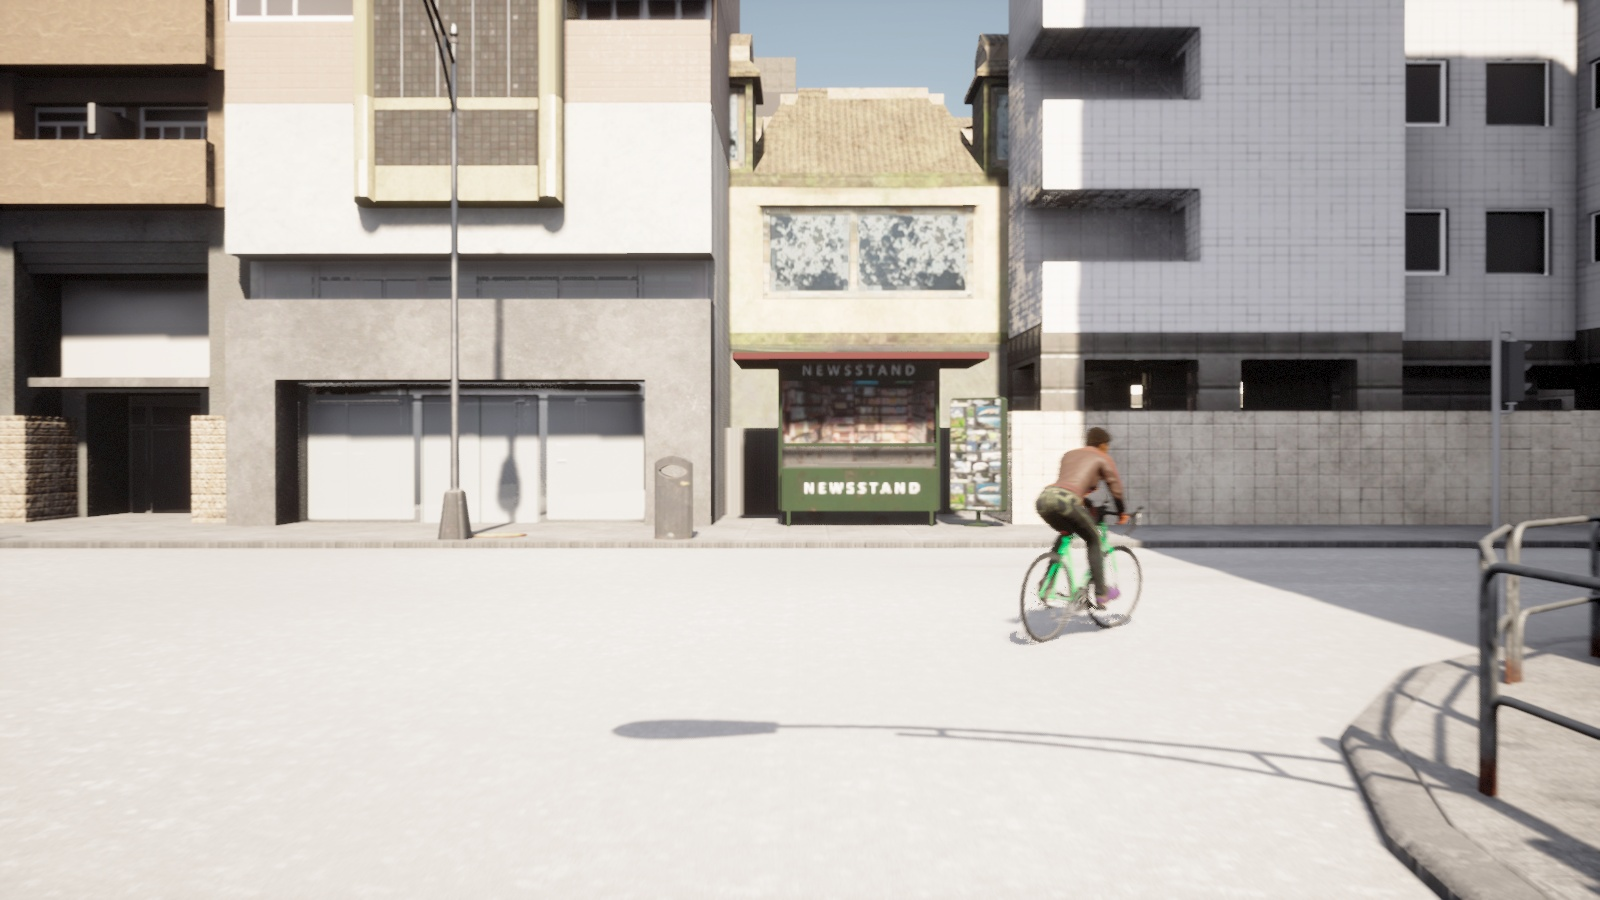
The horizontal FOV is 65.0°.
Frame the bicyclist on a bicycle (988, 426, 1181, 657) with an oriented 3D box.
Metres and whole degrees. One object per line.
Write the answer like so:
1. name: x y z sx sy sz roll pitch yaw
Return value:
1. bicyclist on a bicycle: 2.222 0.646 9.680 1.656 1.620 0.582 0 3 -45
